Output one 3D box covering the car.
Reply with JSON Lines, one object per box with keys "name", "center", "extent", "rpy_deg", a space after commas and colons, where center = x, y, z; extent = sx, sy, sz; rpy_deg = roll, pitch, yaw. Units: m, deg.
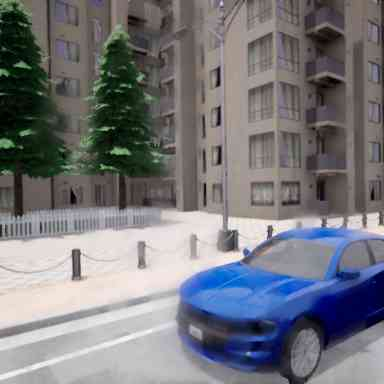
{"name": "car", "center": [2.058, 1.378, 5.503], "extent": [5.008, 1.535, 1.882], "rpy_deg": [-1, 1, -36]}
